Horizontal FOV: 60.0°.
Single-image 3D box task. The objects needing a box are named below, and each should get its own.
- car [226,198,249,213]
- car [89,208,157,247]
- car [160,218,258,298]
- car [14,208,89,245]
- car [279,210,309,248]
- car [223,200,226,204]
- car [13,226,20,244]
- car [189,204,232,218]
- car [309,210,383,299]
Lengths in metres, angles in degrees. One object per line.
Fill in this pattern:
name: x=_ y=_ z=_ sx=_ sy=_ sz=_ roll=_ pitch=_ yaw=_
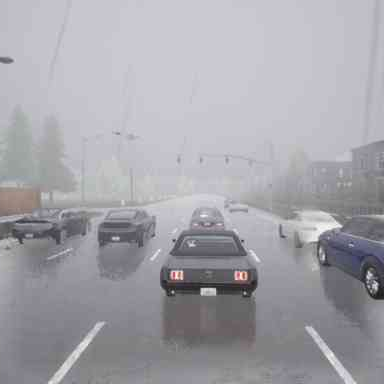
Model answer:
car: x=5.057 y=1.601 z=36.557 sx=1.895 sy=1.301 sz=4.718 roll=0 pitch=0 yaw=3
car: x=-2.808 y=1.506 z=15.117 sx=1.837 sy=1.490 sz=4.892 roll=0 pitch=0 yaw=2
car: x=0.413 y=1.601 z=8.514 sx=1.895 sy=1.301 sz=4.718 roll=0 pitch=0 yaw=2
car: x=-6.294 y=1.493 z=15.524 sx=2.128 sy=1.511 sz=4.902 roll=0 pitch=0 yaw=2
car: x=5.126 y=1.526 z=14.574 sx=1.812 sy=1.442 sz=4.674 roll=0 pitch=0 yaw=2
car: x=5.433 y=1.547 z=46.447 sx=2.033 sy=1.411 sz=5.357 roll=0 pitch=0 yaw=2
car: x=-3.367 y=1.351 z=2.005 sx=2.097 sy=1.767 sz=4.553 roll=0 pitch=0 yaw=2
car: x=0.821 y=1.547 z=18.096 sx=2.033 sy=1.411 sz=5.357 roll=0 pitch=0 yaw=2
car: x=4.869 y=1.351 z=8.550 sx=2.097 sy=1.767 sz=4.553 roll=0 pitch=0 yaw=2
